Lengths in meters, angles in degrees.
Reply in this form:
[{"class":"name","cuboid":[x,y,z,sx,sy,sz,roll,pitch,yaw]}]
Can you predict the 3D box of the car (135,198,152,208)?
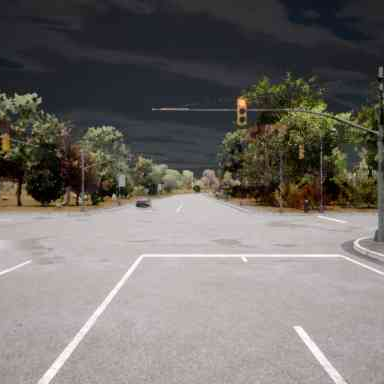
[{"class":"car","cuboid":[-7.000,1.546,48.571,2.033,1.411,5.357,0,0,0]}]
